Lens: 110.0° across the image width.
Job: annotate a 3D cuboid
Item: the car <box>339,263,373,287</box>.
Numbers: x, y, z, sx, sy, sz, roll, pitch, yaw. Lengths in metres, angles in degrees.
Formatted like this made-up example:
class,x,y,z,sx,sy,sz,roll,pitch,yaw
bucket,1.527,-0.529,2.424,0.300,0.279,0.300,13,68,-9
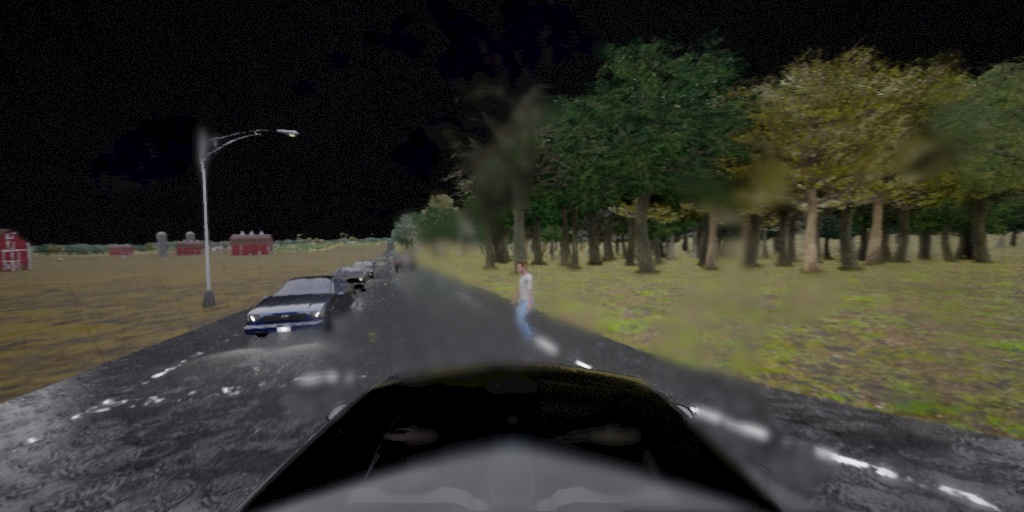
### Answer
class,x,y,z,sx,sy,sz,roll,pitch,yaw
car,-9.206,1.309,20.413,1.895,1.301,4.718,-2,1,-18

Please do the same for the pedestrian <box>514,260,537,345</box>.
class,x,y,z,sx,sy,sz,roll,pitch,yaw
pedestrian,0.340,0.941,7.604,0.375,1.860,0.375,-4,4,-18

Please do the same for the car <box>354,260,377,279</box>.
class,x,y,z,sx,sy,sz,roll,pitch,yaw
car,-12.417,1.128,30.070,1.837,1.490,4.892,-2,1,-18

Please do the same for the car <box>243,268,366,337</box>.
class,x,y,z,sx,sy,sz,roll,pitch,yaw
car,-6.040,1.322,10.992,2.033,1.411,5.357,-2,1,-15

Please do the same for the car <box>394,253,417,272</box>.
class,x,y,z,sx,sy,sz,roll,pitch,yaw
car,-11.780,0.641,39.775,2.150,2.045,5.566,-2,2,-18
